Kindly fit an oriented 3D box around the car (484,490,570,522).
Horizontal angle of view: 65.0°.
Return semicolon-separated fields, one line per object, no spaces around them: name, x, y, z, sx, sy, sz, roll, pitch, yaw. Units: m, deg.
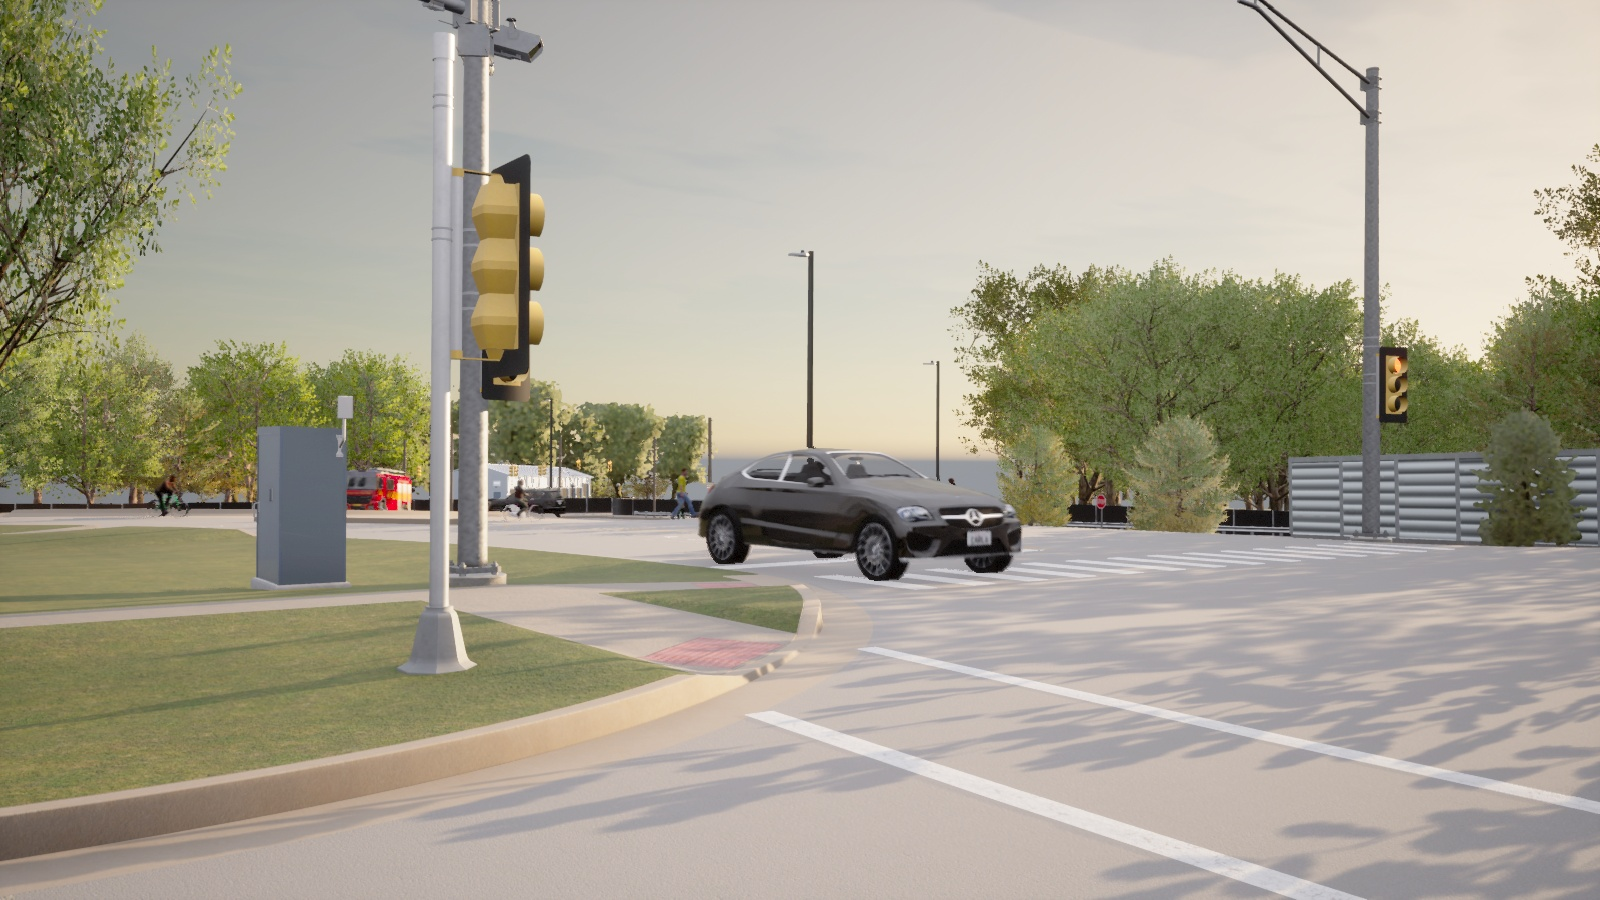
car;-18.597;3.776;85.527;5.566;2.045;2.150;-1;-1;24

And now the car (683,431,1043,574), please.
car;0.665;0.642;17.124;2.152;1.651;5.027;0;-1;-38

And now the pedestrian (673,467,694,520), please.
pedestrian;-4.006;1.490;43.187;0.706;1.836;0.354;0;0;-8

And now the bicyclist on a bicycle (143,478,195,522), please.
bicyclist on a bicycle;-23.541;1.860;46.845;1.656;1.620;0.582;1;-1;10

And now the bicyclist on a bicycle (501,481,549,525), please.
bicyclist on a bicycle;-11.318;2.167;51.708;1.843;1.776;0.659;2;-3;-42
